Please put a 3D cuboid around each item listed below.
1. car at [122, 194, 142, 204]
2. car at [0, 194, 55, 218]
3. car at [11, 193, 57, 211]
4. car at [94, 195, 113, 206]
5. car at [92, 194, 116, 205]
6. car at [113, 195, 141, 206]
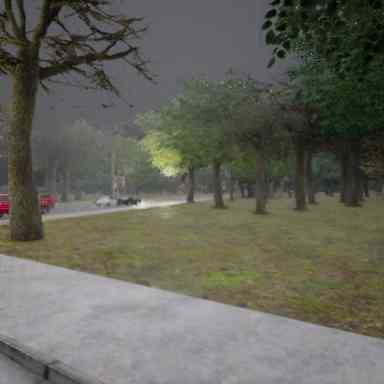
[{"bbox_3d":[-11.185,1.315,62.677,2.097,1.767,4.553,0,0,13],"label":"car"},{"bbox_3d":[-15.276,1.188,29.955,2.150,2.045,5.566,0,0,14],"label":"car"},{"bbox_3d":[-19.467,1.208,41.403,2.150,2.045,5.566,0,0,13],"label":"car"},{"bbox_3d":[-13.405,1.494,52.914,1.812,1.442,4.674,0,0,13],"label":"car"},{"bbox_3d":[-15.450,1.338,58.579,2.097,1.767,4.553,0,0,13],"label":"car"},{"bbox_3d":[-10.149,1.435,52.547,1.882,1.535,5.008,0,0,13],"label":"car"}]
